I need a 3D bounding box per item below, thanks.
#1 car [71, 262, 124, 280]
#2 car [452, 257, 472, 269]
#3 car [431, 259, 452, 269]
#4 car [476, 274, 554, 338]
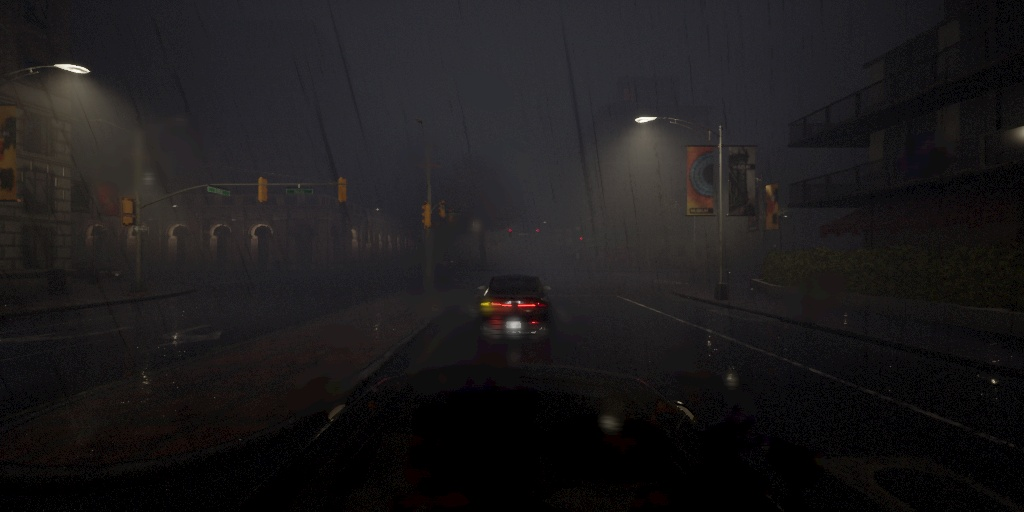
[{"bbox_3d":[-33.899,1.241,28.542,4.902,1.511,2.128,0,0,0],"label":"car"},{"bbox_3d":[-8.051,1.276,58.339,1.812,1.442,4.674,0,0,0],"label":"car"},{"bbox_3d":[-11.541,1.276,58.564,1.812,1.442,4.674,0,0,0],"label":"car"},{"bbox_3d":[0.077,1.255,10.142,1.837,1.490,4.892,0,0,0],"label":"car"}]
